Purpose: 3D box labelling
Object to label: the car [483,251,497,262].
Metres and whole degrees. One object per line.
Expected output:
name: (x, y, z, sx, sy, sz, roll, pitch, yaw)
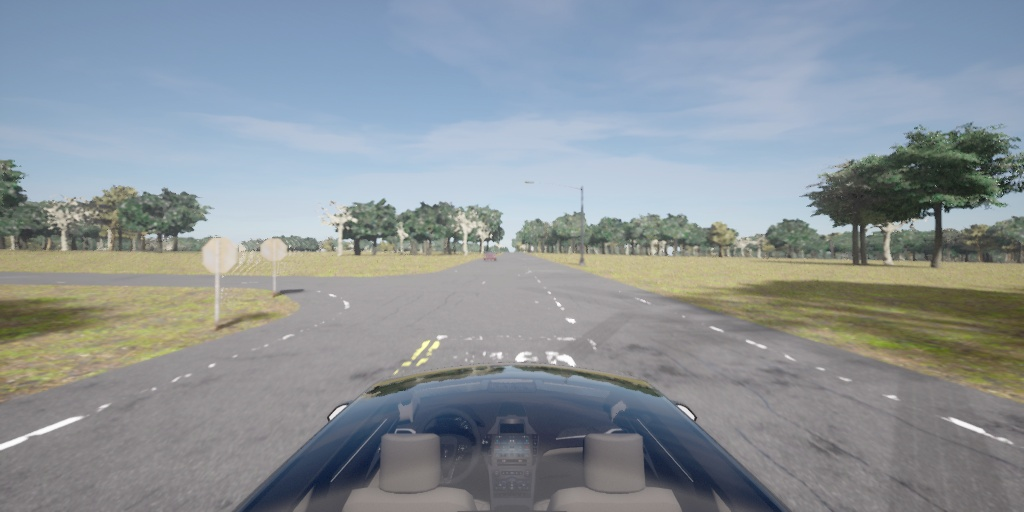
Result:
car: (-3.671, 0.004, 60.434, 2.097, 1.767, 4.553, 0, 1, 0)
